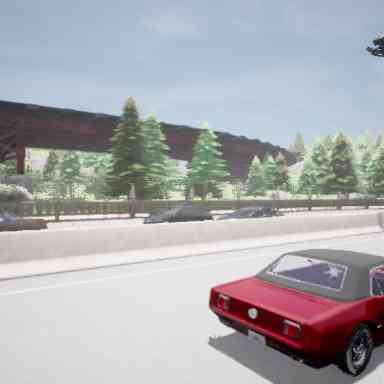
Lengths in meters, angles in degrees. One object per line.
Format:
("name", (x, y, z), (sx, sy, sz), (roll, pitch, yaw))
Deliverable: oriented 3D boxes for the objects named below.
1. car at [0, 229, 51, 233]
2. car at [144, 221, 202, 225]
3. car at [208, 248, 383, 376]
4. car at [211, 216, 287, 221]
("car", (-9.131, 1.555, 14.551), (5.357, 1.411, 2.033), (1, 0, -35))
("car", (-0.723, 1.611, 20.542), (4.674, 1.442, 1.812), (1, 0, -35))
("car", (2.663, 1.641, 5.641), (4.718, 1.301, 1.895), (1, 0, -35))
("car", (3.477, 1.615, 19.243), (4.892, 1.490, 1.837), (1, -1, -35))
